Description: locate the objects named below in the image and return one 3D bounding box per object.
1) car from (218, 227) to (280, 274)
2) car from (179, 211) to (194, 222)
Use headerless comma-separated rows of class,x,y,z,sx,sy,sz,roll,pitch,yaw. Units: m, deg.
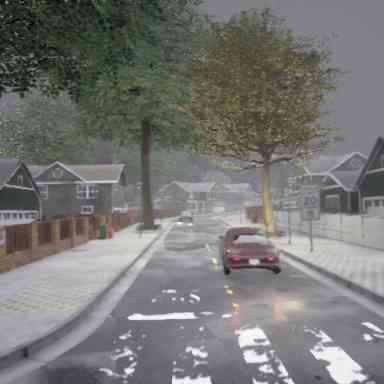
car,1.998,2.031,12.299,1.812,1.442,4.674,-2,-2,3
car,-0.770,3.433,47.170,1.812,1.442,4.674,-1,-2,2
